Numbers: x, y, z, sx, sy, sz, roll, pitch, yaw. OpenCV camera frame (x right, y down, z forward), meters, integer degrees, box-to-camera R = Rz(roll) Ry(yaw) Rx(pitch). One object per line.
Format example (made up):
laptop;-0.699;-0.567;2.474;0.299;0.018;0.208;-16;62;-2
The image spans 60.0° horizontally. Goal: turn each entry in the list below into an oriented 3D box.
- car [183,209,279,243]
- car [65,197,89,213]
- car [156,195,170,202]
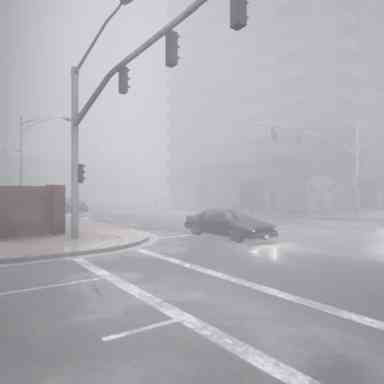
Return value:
car;1.684;1.545;16.531;2.033;1.411;5.357;0;0;-36
car;-13.129;1.331;37.016;2.097;1.767;4.553;0;0;-36
car;-5.963;1.457;77.685;4.902;1.511;2.128;0;0;-32
